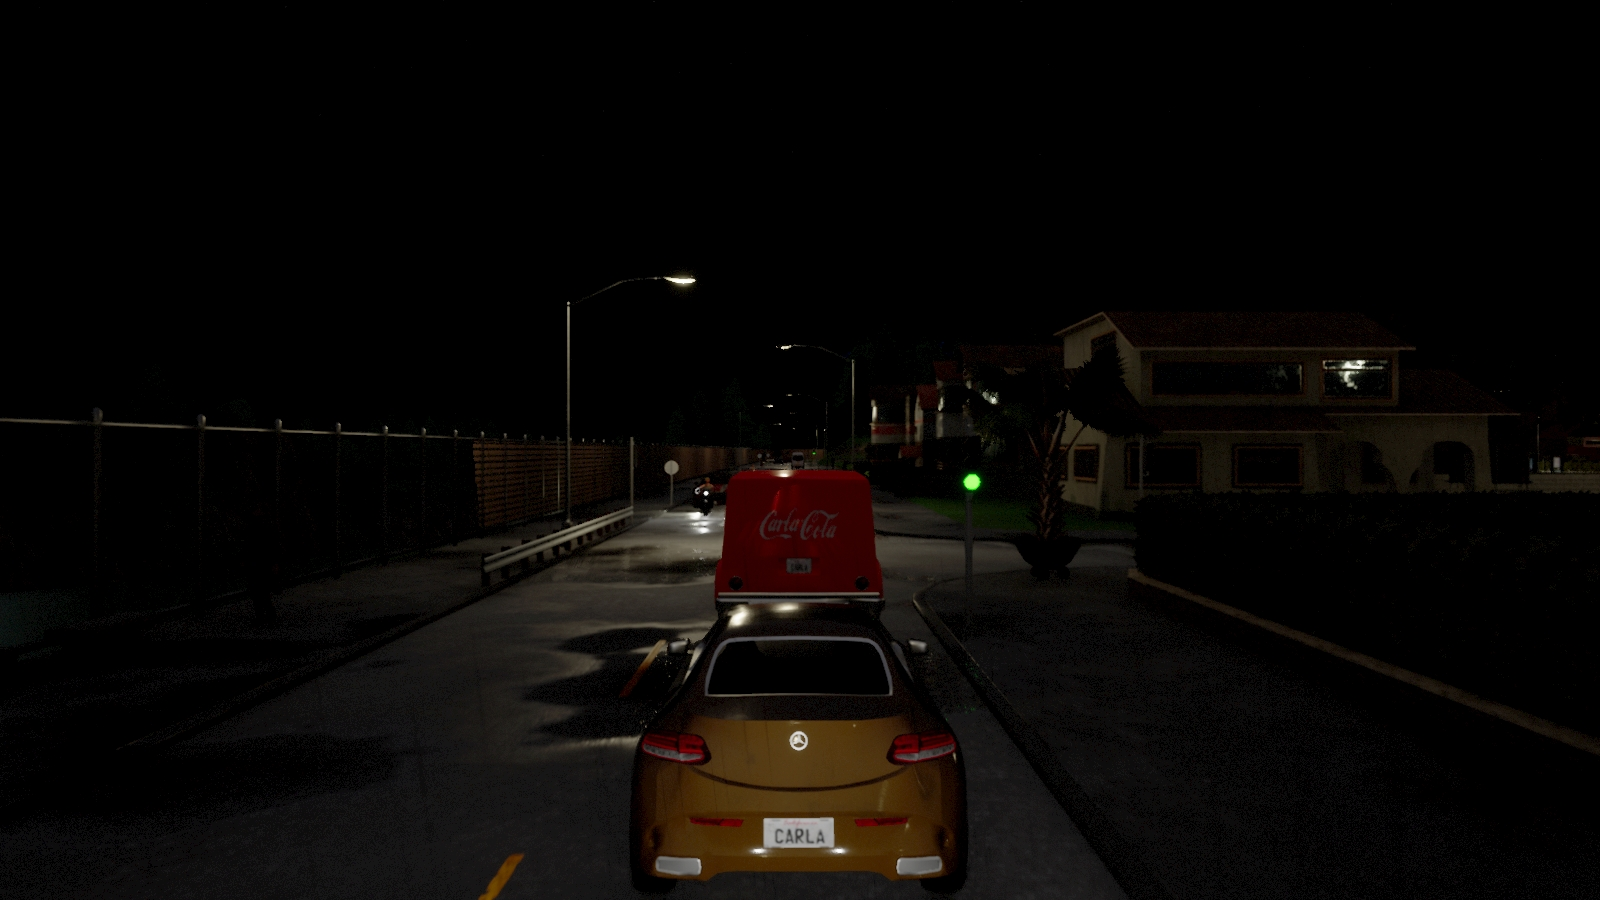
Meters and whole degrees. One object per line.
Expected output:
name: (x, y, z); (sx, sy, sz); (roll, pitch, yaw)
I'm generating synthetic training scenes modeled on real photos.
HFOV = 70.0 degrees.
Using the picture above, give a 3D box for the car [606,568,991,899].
car: (-0.011, 1.999, 8.896); (2.152, 1.651, 5.027); (0, 0, 0)

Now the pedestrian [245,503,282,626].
pedestrian: (-8.291, 1.758, 17.669); (0.375, 1.860, 0.375); (0, 0, 5)

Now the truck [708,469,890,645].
truck: (-0.024, 1.580, 19.062); (2.627, 2.467, 5.204); (0, 0, 0)
